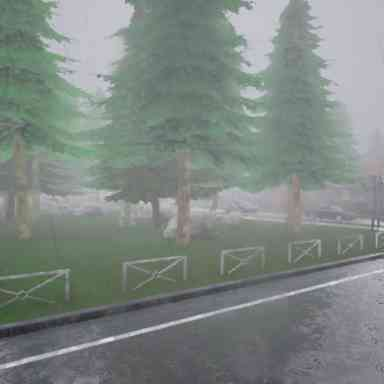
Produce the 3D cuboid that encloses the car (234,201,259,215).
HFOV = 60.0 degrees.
[{"bbox_3d":[6.400,1.893,42.378,2.097,1.767,4.553,1,0,-34],"label":"car"}]

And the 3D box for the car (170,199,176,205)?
[{"bbox_3d":[-2.103,1.907,56.541,2.097,1.767,4.553,1,0,-27],"label":"car"}]

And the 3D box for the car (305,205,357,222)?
[{"bbox_3d":[13.396,2.047,32.286,1.837,1.490,4.892,1,-1,-35],"label":"car"}]

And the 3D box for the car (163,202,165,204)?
[{"bbox_3d":[-7.909,2.180,81.872,1.837,1.490,4.892,1,0,-13],"label":"car"}]
